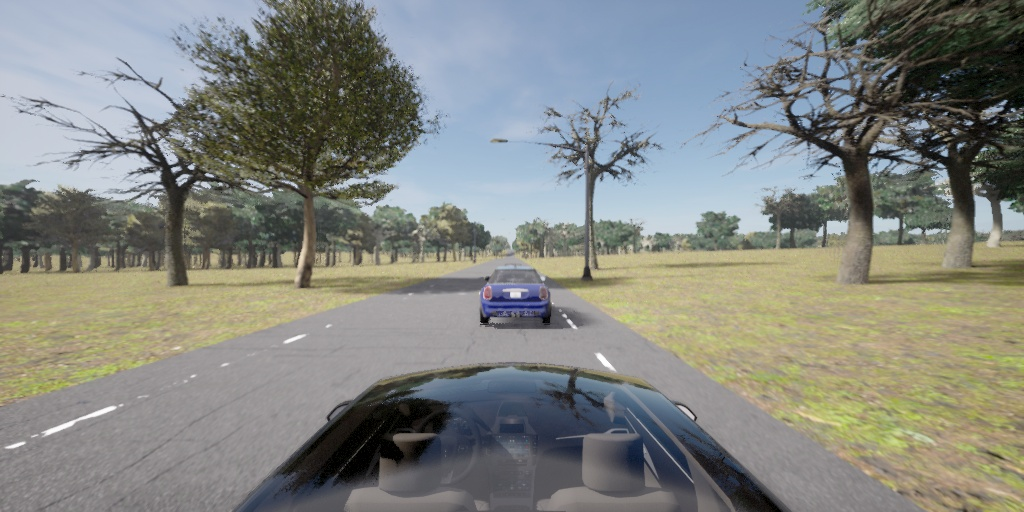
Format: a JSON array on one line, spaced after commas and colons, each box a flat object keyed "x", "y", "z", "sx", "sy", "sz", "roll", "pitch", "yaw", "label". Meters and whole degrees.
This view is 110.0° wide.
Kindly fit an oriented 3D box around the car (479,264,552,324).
[{"x": 0.098, "y": 1.102, "z": 12.160, "sx": 2.097, "sy": 1.767, "sz": 4.553, "roll": 0, "pitch": 0, "yaw": 0, "label": "car"}]
